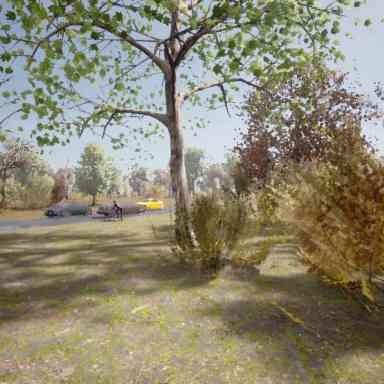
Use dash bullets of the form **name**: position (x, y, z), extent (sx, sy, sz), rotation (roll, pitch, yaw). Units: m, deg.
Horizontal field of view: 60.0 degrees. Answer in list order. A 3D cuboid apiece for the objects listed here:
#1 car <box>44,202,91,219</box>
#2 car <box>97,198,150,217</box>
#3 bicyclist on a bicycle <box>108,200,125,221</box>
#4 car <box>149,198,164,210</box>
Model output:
- **car**: position (-11.093, 1.607, 29.940), extent (1.994, 1.385, 4.181), rotation (0, 0, 27)
- **car**: position (-6.595, 1.590, 31.711), extent (2.033, 1.411, 5.357), rotation (0, 0, 27)
- **bicyclist on a bicycle**: position (-5.933, 1.483, 26.076), extent (1.656, 1.620, 0.582), rotation (0, 0, 27)
- **car**: position (-5.403, 1.544, 41.147), extent (1.882, 1.535, 5.008), rotation (0, 0, 27)
